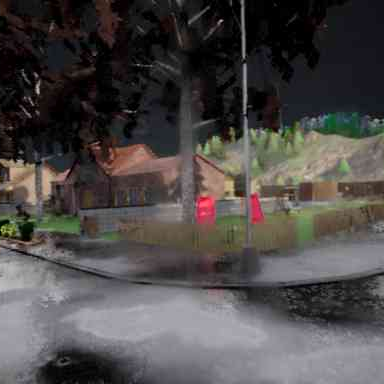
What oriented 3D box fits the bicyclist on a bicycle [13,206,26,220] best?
[{"bbox_3d":[-10.000,1.641,19.578,0.582,1.620,1.656,-2,0,44],"label":"bicyclist on a bicycle"}]
